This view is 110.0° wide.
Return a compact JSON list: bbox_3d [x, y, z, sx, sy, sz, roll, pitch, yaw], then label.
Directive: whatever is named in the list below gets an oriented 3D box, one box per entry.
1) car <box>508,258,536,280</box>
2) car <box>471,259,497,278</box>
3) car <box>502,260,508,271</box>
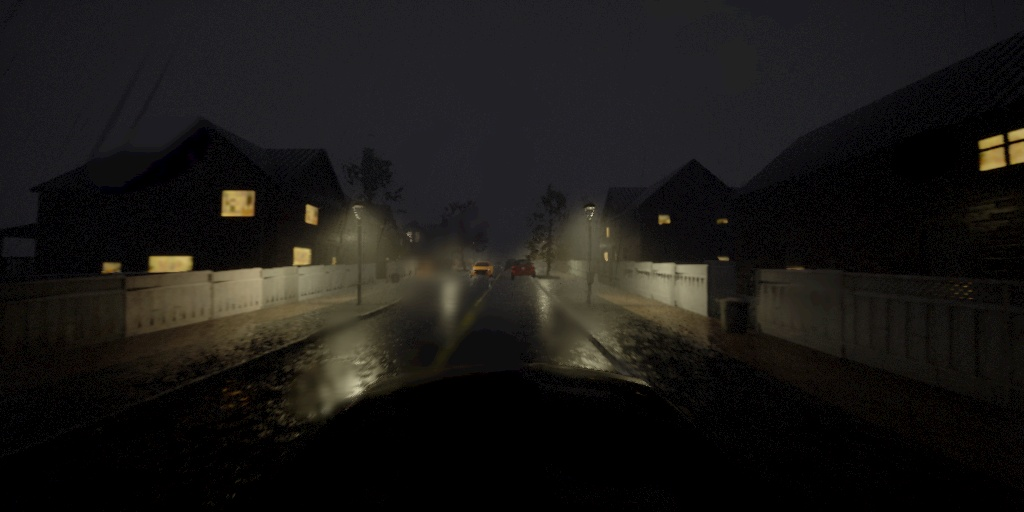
[{"bbox_3d":[0.936,1.072,31.857,2.097,1.767,4.553,-3,-1,0],"label":"car"},{"bbox_3d":[-2.825,1.254,35.112,1.882,1.535,5.008,0,0,0],"label":"car"},{"bbox_3d":[0.031,1.151,51.017,2.097,1.767,4.553,0,0,0],"label":"car"}]
